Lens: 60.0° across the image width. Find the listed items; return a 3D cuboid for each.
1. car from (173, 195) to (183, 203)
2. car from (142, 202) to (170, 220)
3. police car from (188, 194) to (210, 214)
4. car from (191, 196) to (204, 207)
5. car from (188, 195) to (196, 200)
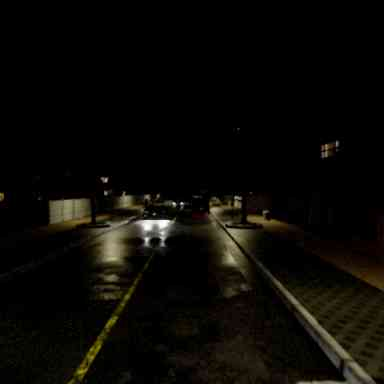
[{"bbox_3d":[-2.763,1.438,68.103,1.812,1.442,4.674,0,0,0],"label":"car"},{"bbox_3d":[-2.851,1.492,27.175,1.994,1.385,4.181,0,0,0],"label":"car"},{"bbox_3d":[0.821,1.344,33.880,1.930,1.638,5.238,0,0,0],"label":"police car"},{"bbox_3d":[0.819,1.416,49.773,1.837,1.490,4.892,0,0,0],"label":"car"},{"bbox_3d":[-0.008,1.347,85.191,1.994,1.385,4.181,0,0,0],"label":"car"}]
